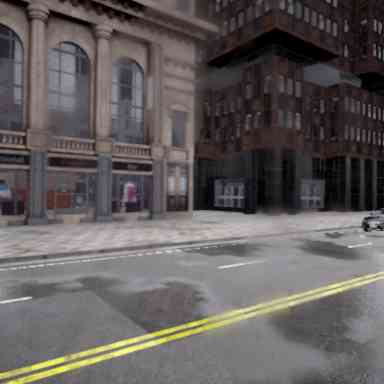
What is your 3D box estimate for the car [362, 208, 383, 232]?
[{"bbox_3d":[12.328,1.710,20.366,4.902,1.511,2.128,1,0,-35],"label":"car"}]
